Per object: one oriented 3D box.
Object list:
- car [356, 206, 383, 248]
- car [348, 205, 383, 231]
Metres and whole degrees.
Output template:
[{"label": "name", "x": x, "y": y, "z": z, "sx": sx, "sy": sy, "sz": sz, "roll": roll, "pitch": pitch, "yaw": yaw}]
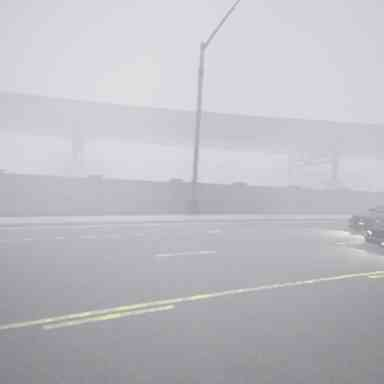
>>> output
[{"label": "car", "x": 8.921, "y": 1.420, "z": 12.106, "sx": 5.357, "sy": 1.411, "sz": 2.033, "roll": 1, "pitch": 2, "yaw": -22}, {"label": "car", "x": 9.693, "y": 1.328, "z": 16.070, "sx": 4.181, "sy": 1.385, "sz": 1.994, "roll": 1, "pitch": 2, "yaw": -21}]
